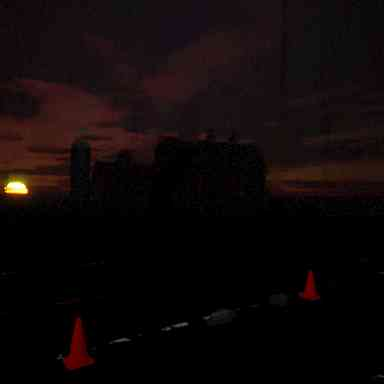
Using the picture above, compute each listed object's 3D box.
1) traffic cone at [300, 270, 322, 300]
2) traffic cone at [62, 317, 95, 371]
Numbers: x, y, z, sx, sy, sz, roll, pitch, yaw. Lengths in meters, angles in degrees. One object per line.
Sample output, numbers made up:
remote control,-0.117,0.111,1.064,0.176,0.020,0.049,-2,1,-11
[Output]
traffic cone,2.615,2.018,7.302,0.340,0.580,0.340,1,0,-35
traffic cone,-1.506,1.964,4.425,0.340,0.580,0.340,1,0,-35
